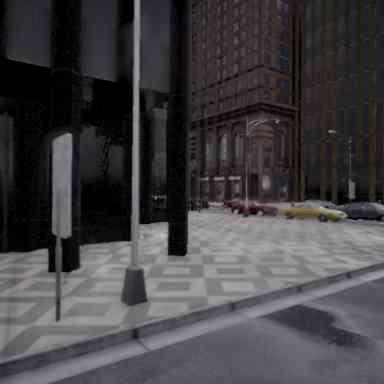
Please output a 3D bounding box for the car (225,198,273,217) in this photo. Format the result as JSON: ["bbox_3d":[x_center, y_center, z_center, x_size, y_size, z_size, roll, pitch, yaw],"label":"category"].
[{"bbox_3d":[5.228,1.341,27.931,1.887,1.381,4.507,1,0,-36],"label":"car"}]

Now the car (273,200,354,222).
[{"bbox_3d":[8.418,1.334,23.488,1.752,1.417,4.829,1,0,-36],"label":"car"}]

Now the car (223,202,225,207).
[{"bbox_3d":[5.814,1.408,41.732,1.887,1.381,4.507,1,0,-36],"label":"car"}]

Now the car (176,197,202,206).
[{"bbox_3d":[-0.484,1.431,50.504,1.802,1.307,4.206,1,0,-36],"label":"car"}]

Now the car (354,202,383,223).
[{"bbox_3d":[12.170,1.404,22.990,2.033,1.411,5.357,1,0,-36],"label":"car"}]

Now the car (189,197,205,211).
[{"bbox_3d":[-0.954,1.342,36.542,1.947,1.339,4.313,1,0,-36],"label":"car"}]

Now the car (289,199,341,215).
[{"bbox_3d":[12.111,1.434,32.960,2.008,1.369,4.403,1,0,-36],"label":"car"}]

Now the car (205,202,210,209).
[{"bbox_3d":[0.264,1.369,39.580,1.994,1.385,4.181,1,0,-36],"label":"car"}]
